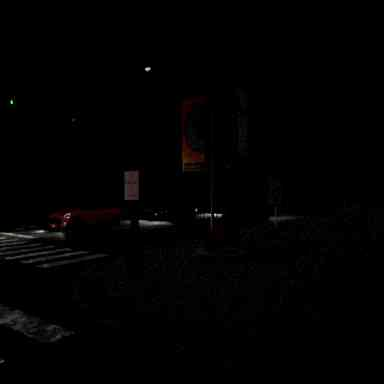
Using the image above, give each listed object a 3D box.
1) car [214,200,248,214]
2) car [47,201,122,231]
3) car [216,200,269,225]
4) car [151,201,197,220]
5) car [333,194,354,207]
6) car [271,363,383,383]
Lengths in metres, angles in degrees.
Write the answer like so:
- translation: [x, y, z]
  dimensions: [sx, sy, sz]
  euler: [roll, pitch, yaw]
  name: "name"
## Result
- translation: [4.342, 1.617, 36.553]
  dimensions: [1.994, 1.385, 4.181]
  euler: [0, 0, 36]
  name: "car"
- translation: [-6.688, 1.370, 20.987]
  dimensions: [2.097, 1.767, 4.553]
  euler: [0, 0, 35]
  name: "car"
- translation: [4.088, 1.535, 24.611]
  dimensions: [2.128, 1.511, 4.902]
  euler: [0, 0, 35]
  name: "car"
- translation: [-1.456, 1.538, 28.375]
  dimensions: [1.837, 1.490, 4.892]
  euler: [0, 0, 35]
  name: "car"
- translation: [24.096, 1.347, 52.872]
  dimensions: [2.150, 2.045, 5.566]
  euler: [0, 0, 35]
  name: "car"
- translation: [2.222, 1.551, 1.258]
  dimensions: [4.403, 1.369, 2.008]
  euler: [0, 0, 36]
  name: "car"
